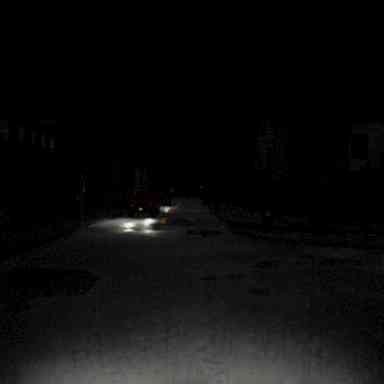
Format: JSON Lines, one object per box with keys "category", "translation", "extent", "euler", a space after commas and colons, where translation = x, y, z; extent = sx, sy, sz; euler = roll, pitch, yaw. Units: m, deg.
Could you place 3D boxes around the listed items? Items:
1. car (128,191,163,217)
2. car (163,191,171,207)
{"category": "car", "translation": [-4.091, 0.983, 29.216], "extent": [2.150, 2.045, 5.566], "euler": [0, 0, 0]}
{"category": "car", "translation": [-4.069, 0.856, 44.974], "extent": [2.150, 2.045, 5.566], "euler": [0, 0, 0]}
